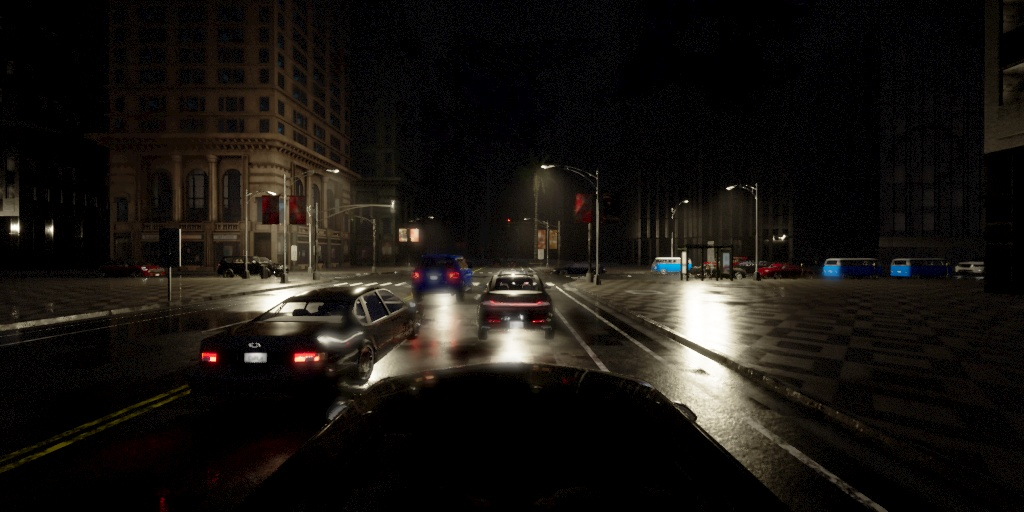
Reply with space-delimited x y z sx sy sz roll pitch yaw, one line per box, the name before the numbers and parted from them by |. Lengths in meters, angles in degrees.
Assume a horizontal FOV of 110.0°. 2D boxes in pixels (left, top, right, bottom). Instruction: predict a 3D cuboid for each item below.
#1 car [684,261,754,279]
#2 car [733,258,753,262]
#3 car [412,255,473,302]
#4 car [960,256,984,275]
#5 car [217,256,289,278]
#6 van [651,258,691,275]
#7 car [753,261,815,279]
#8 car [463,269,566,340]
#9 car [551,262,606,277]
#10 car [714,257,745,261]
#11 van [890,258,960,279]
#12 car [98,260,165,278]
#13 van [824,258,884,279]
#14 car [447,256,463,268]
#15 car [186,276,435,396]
car | 17.061 1.299 29.850 4.403 1.370 2.007 0 0 0
car | 23.940 1.218 35.714 4.902 1.511 2.128 0 0 0
car | -3.156 0.972 17.166 2.150 2.045 5.566 0 0 0
car | 47.806 0.946 35.638 5.566 2.045 2.150 0 0 0
car | -23.454 0.996 32.536 5.566 2.045 2.150 0 0 0
van | 17.054 1.065 38.375 3.998 1.789 1.690 0 0 0
car | 22.739 1.326 29.854 4.207 1.307 1.802 0 0 0
car | 0.092 1.240 9.994 2.128 1.511 4.902 0 0 0
car | 6.463 1.288 35.246 5.357 1.411 2.033 0 0 -8
car | 22.731 1.035 38.379 5.009 1.841 2.192 0 0 0
van | 34.093 1.079 29.862 3.998 1.789 1.690 0 0 0
car | -34.485 1.142 32.591 4.553 1.767 2.097 0 0 0
van | 28.416 1.082 29.858 3.998 1.789 1.690 0 0 0
car | -9.862 0.975 62.413 2.150 2.045 5.566 0 0 -1
car | -3.149 1.297 6.925 2.033 1.411 5.357 0 0 0
